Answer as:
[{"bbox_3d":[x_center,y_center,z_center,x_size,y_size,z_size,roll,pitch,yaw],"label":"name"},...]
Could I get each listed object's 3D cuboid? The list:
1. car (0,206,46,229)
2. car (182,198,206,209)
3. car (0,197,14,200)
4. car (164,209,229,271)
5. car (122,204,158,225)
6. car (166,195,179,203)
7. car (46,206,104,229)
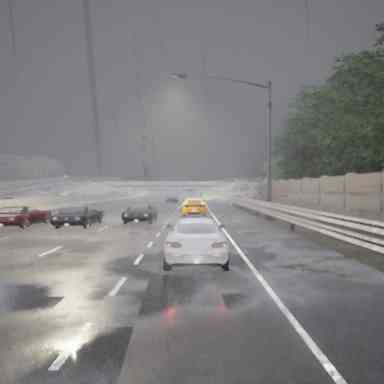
[{"bbox_3d":[-10.353,1.483,20.286,1.895,1.301,4.718,0,0,0],"label":"car"},{"bbox_3d":[0.192,1.288,28.745,1.882,1.535,5.008,0,0,0],"label":"car"},{"bbox_3d":[-20.860,1.290,36.736,2.033,1.411,5.357,0,0,1],"label":"car"},{"bbox_3d":[0.131,1.488,10.710,1.812,1.442,4.674,0,0,0],"label":"car"},{"bbox_3d":[-3.442,1.461,22.882,1.895,1.301,4.718,0,0,0],"label":"car"},{"bbox_3d":[-3.209,1.185,55.360,1.895,1.301,4.718,0,0,0],"label":"car"},{"bbox_3d":[-6.852,1.481,20.435,1.895,1.301,4.718,0,0,0],"label":"car"}]
